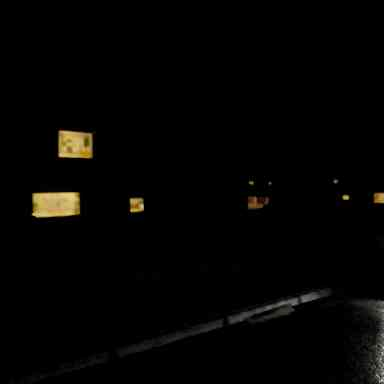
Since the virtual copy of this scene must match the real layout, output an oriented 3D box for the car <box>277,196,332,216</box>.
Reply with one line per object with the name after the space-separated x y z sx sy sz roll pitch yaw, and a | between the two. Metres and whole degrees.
10.396 1.435 30.821 2.150 2.045 5.566 -1 1 -34 | car
